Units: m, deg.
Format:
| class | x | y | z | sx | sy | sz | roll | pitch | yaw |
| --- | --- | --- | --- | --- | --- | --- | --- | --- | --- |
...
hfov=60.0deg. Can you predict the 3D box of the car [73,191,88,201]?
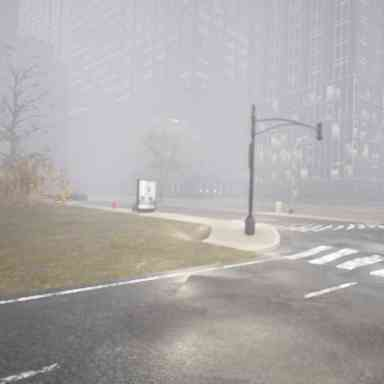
| class | x | y | z | sx | sy | sz | roll | pitch | yaw |
| --- | --- | --- | --- | --- | --- | --- | --- | --- | --- |
| car | -18.237 | 0.670 | 53.049 | 1.837 | 1.490 | 4.892 | 4 | -1 | -42 |
